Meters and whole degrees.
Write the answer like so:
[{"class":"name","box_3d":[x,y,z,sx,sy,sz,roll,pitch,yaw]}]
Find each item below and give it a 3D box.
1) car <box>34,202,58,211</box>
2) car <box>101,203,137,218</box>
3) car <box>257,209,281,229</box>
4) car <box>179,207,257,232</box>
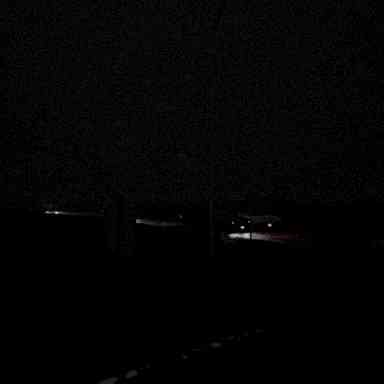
[{"class":"car","box_3d":[-21.023,2.087,47.899,1.895,1.301,4.718,1,-2,-43]},{"class":"car","box_3d":[-7.037,1.766,31.886,2.128,1.511,4.902,1,-1,-39]},{"class":"car","box_3d":[3.661,1.784,22.549,1.895,1.301,4.718,1,-1,-32]},{"class":"car","box_3d":[1.310,1.686,21.343,2.033,1.411,5.357,1,-1,-38]}]
